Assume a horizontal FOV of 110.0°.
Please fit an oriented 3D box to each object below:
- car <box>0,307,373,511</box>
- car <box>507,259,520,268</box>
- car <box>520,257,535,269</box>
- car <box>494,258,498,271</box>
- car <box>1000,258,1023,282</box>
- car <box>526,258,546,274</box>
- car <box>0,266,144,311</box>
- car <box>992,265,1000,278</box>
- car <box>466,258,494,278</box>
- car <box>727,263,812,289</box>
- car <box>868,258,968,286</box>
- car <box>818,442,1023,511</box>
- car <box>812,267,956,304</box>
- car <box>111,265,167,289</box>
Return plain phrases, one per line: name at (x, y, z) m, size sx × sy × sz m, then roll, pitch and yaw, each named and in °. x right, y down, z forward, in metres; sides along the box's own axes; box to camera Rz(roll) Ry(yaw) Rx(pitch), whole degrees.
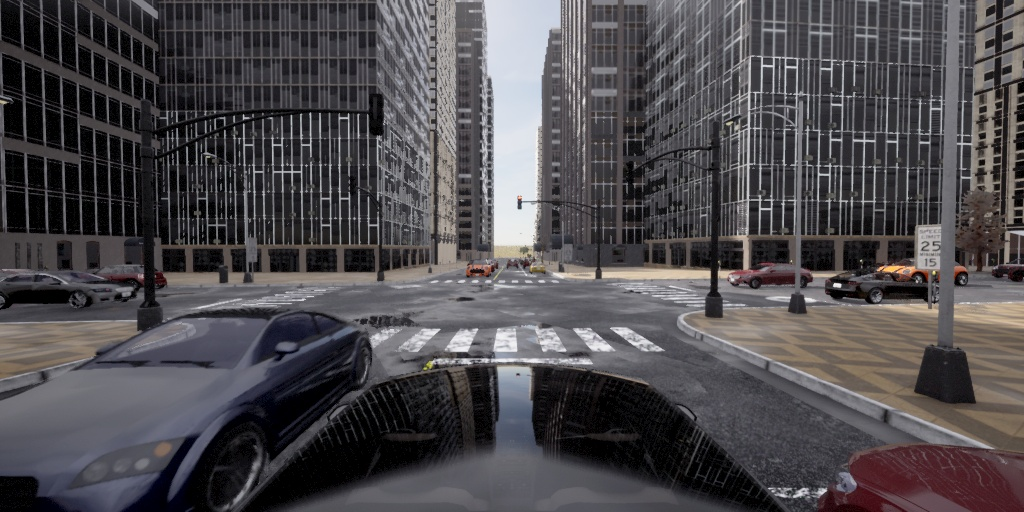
car at (-3.141, 1.312, 3.987) m, size 1.994 × 1.385 × 4.181 m, roll 0°, pitch 0°, yaw -2°
car at (0.075, 1.233, 60.692) m, size 1.812 × 1.442 × 4.674 m, roll 0°, pitch 0°, yaw 0°
car at (2.709, 1.028, 55.015) m, size 2.192 × 1.841 × 5.009 m, roll 0°, pitch 0°, yaw 0°
car at (-3.116, 1.203, 44.214) m, size 1.882 × 1.535 × 5.008 m, roll 0°, pitch 0°, yaw 0°
car at (35.348, 0.845, 23.267) m, size 4.553 × 1.767 × 2.097 m, roll 0°, pitch 1°, yaw -5°
car at (2.805, 1.254, 39.933) m, size 1.751 × 1.417 × 4.829 m, roll 0°, pitch 0°, yaw 0°
car at (-18.861, 1.366, 15.036) m, size 4.902 × 1.511 × 2.128 m, roll 0°, pitch 1°, yaw -5°
car at (37.693, 0.864, 26.110) m, size 4.097 × 1.591 × 1.967 m, roll 0°, pitch 0°, yaw -5°
car at (-3.112, 1.085, 34.279) m, size 2.097 × 1.767 × 4.553 m, roll 0°, pitch 0°, yaw 0°
car at (15.392, 1.135, 21.437) m, size 4.674 × 1.442 × 1.812 m, roll 0°, pitch 1°, yaw -5°
car at (25.339, 0.904, 22.347) m, size 4.553 × 1.767 × 2.097 m, roll 0°, pitch 1°, yaw -5°
car at (2.692, 1.333, 0.395) m, size 1.802 × 1.307 × 4.207 m, roll 0°, pitch 0°, yaw 0°
car at (16.124, 1.293, 15.693) m, size 4.313 × 1.339 × 1.948 m, roll 0°, pitch 0°, yaw -5°
car at (-22.579, 1.216, 20.528) m, size 4.097 × 1.591 × 1.967 m, roll 0°, pitch 0°, yaw -5°
